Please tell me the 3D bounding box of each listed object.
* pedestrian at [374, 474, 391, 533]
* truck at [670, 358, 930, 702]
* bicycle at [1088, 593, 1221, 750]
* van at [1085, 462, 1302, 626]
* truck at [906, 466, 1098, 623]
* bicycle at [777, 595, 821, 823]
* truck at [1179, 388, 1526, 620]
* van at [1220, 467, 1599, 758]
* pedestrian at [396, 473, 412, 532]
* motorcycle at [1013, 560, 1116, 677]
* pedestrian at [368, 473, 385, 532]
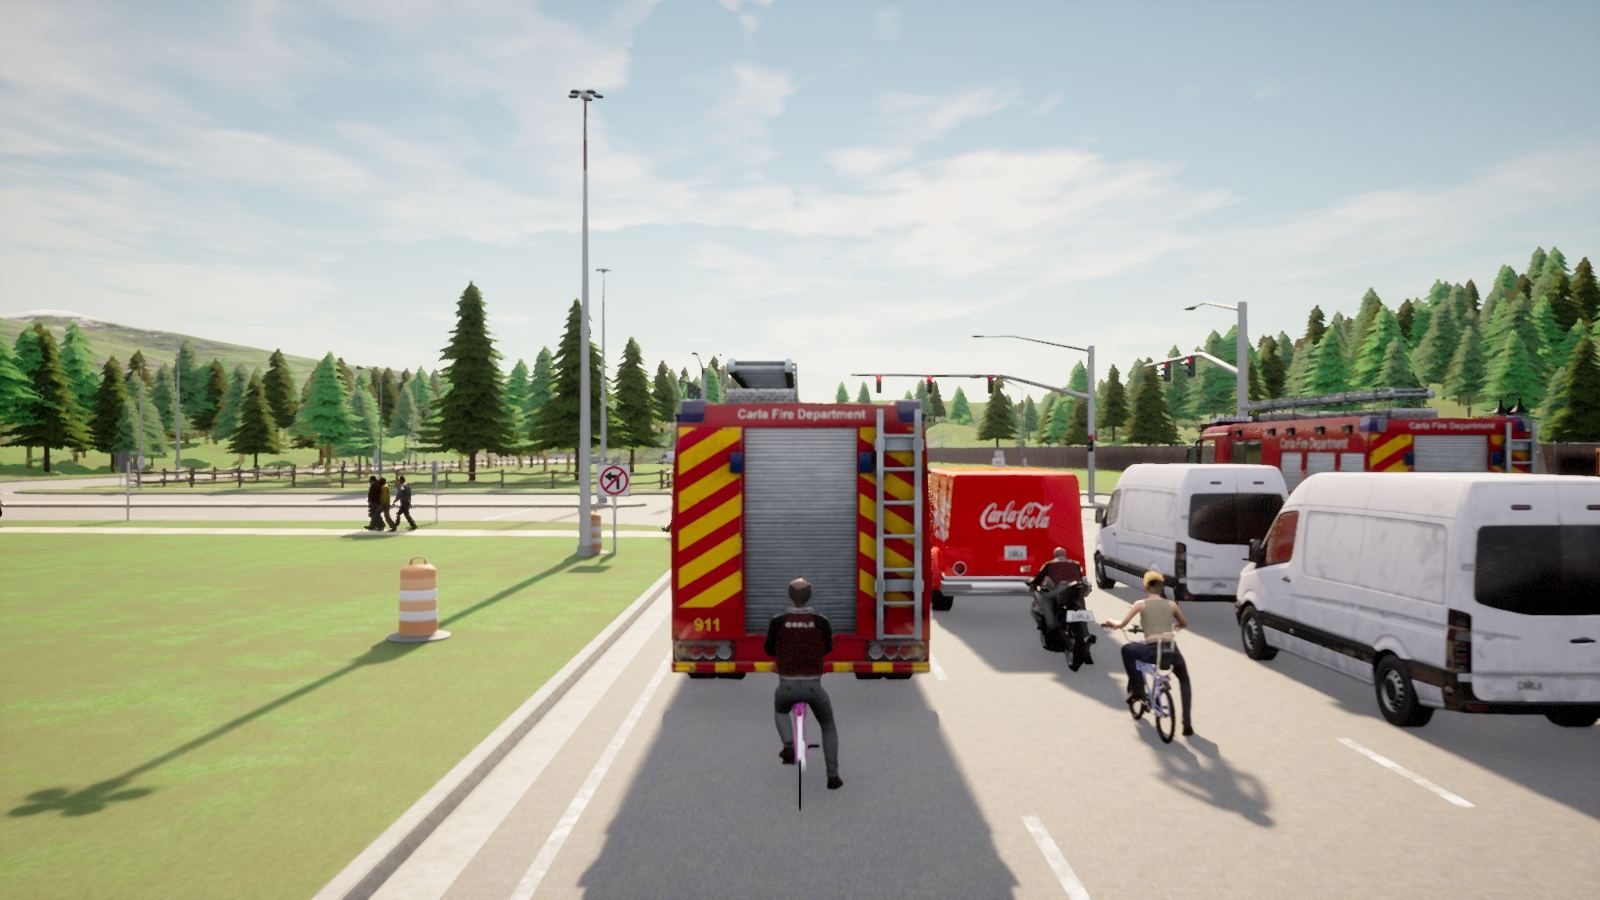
[{"bbox_3d":[-13.185,1.687,36.081,0.375,1.860,0.375,0,0,3],"label":"pedestrian"},{"bbox_3d":[-0.004,0.887,16.948,2.891,3.827,8.468,0,0,0],"label":"truck"},{"bbox_3d":[3.482,2.155,11.367,0.859,1.277,1.487,0,0,0],"label":"bicycle"},{"bbox_3d":[6.998,1.529,21.149,1.988,2.561,5.915,0,0,0],"label":"van"},{"bbox_3d":[3.509,1.563,21.097,2.627,2.467,5.204,0,0,0],"label":"truck"},{"bbox_3d":[-0.006,2.058,9.496,0.329,1.471,1.835,0,0,0],"label":"bicycle"},{"bbox_3d":[10.497,0.885,23.024,2.891,3.827,8.468,0,0,0],"label":"truck"},{"bbox_3d":[6.995,1.531,13.388,1.988,2.561,5.915,0,0,0],"label":"van"},{"bbox_3d":[-12.730,1.687,36.754,0.375,1.860,0.375,0,0,6],"label":"pedestrian"},{"bbox_3d":[3.491,2.201,15.303,0.867,1.251,2.209,0,0,0],"label":"motorcycle"},{"bbox_3d":[-13.657,1.687,36.845,0.375,1.860,0.375,0,0,6],"label":"pedestrian"}]
